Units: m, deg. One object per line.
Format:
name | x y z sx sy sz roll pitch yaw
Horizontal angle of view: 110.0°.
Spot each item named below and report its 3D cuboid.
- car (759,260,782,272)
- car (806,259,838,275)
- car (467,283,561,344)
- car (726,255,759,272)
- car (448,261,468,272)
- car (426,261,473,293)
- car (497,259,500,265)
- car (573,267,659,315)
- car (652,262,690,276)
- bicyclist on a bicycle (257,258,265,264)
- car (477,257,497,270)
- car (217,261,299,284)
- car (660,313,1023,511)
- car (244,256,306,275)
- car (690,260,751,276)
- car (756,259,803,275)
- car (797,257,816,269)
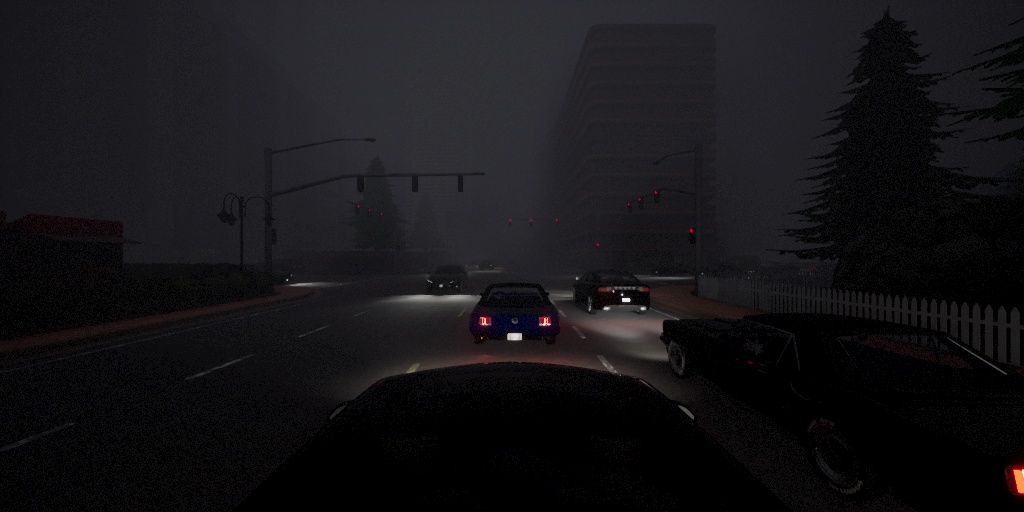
car | 33.369 1.220 46.213 1.812 1.442 4.674 0 0 42
car | 31.201 1.242 34.984 5.357 1.411 2.033 0 0 -33
car | 0.072 1.351 9.500 1.895 1.301 4.718 0 0 0
car | 25.640 0.916 40.091 5.566 2.045 2.150 0 0 -31
car | -7.111 1.351 47.742 1.895 1.301 4.718 0 0 0
car | -3.605 1.245 20.647 1.837 1.490 4.892 0 0 0
car | -3.588 1.251 62.719 1.837 1.490 4.892 0 1 0
car | 3.584 1.228 13.706 1.882 1.535 5.008 0 0 0
car | 16.580 1.295 36.488 4.718 1.301 1.895 0 0 -14
bicyclist on a bicycle | -27.897 0.996 39.744 0.582 1.620 1.656 0 0 0
car | -3.609 1.228 51.970 1.882 1.535 5.008 0 0 0
car | -17.917 1.242 24.337 5.357 1.411 2.033 0 0 0
car | 3.600 1.351 4.386 1.895 1.301 4.718 0 0 0
car | -22.828 1.046 34.963 4.553 1.767 2.097 0 0 0
car | 19.562 1.295 33.639 4.718 1.301 1.895 0 0 -18
car | 27.911 1.295 37.402 4.718 1.301 1.895 0 0 -31
car | 36.247 0.916 44.150 2.150 2.045 5.566 0 0 43
